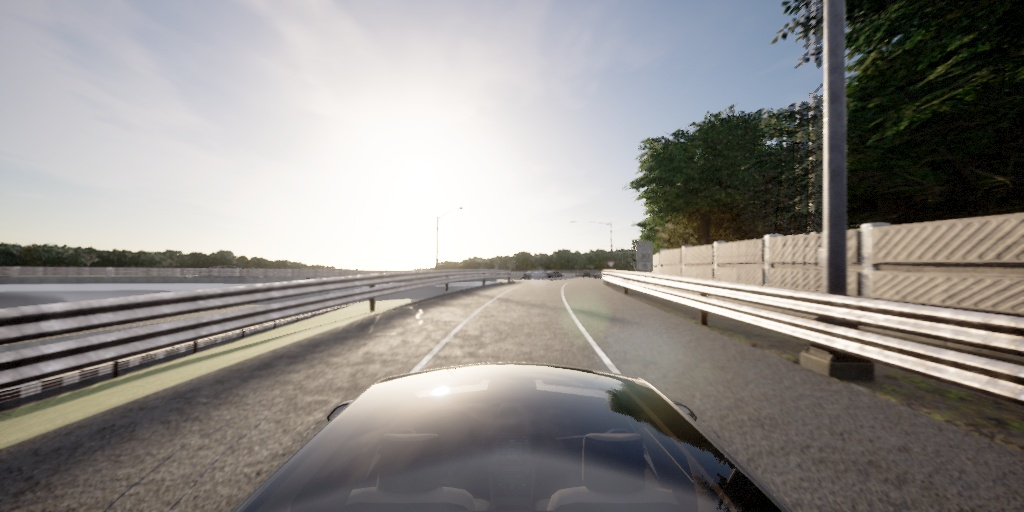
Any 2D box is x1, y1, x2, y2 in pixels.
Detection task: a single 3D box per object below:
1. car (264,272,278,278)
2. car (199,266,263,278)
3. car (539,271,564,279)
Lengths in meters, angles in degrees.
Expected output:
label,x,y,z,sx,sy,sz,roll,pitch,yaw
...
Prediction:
label,x,y,z,sx,sy,sz,roll,pitch,yaw
car,-29.444,2.014,41.245,4.181,1.385,1.994,2,-3,-25
car,-29.378,1.762,37.405,4.902,1.511,2.128,2,-3,-25
car,7.333,3.329,62.541,1.837,1.490,4.892,-1,-3,40
